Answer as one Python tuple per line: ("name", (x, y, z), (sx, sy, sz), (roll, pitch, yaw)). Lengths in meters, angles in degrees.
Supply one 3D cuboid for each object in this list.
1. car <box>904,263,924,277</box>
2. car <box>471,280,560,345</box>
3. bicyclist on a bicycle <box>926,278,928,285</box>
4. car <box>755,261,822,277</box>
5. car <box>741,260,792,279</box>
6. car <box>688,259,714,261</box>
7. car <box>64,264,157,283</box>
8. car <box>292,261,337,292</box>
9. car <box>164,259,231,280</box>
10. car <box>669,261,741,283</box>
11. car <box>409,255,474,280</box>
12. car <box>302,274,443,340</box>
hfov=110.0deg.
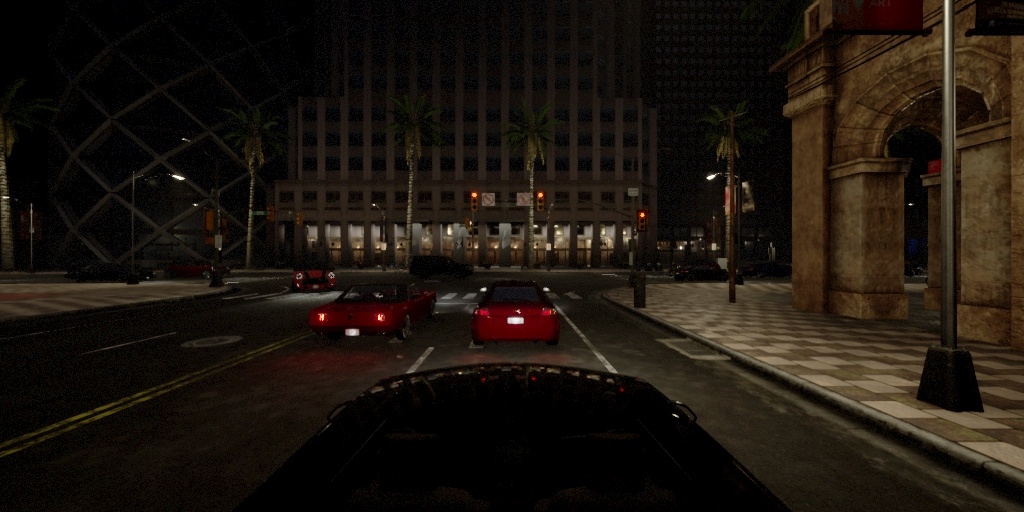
("car", (36.676, 1.297, 35.004), (5.357, 1.411, 2.033), (0, 0, 0))
("car", (0.080, 1.314, 9.470), (1.994, 1.385, 4.181), (0, 0, 0))
("bicyclist on a bicycle", (24.674, 1.050, 20.563), (0.582, 1.620, 1.656), (0, 0, 0))
("car", (26.903, 1.241, 35.039), (4.902, 1.511, 2.128), (0, 0, 0))
("car", (22.428, 1.275, 31.353), (4.674, 1.442, 1.812), (0, 0, 0))
("car", (17.809, 1.102, 35.064), (4.553, 1.767, 2.097), (0, 0, 0))
("car", (-31.005, 1.296, 27.772), (5.357, 1.411, 2.033), (0, 0, -3))
("car", (-11.818, 1.102, 21.475), (2.097, 1.767, 4.553), (0, 0, -31))
("car", (-27.262, 1.102, 31.245), (4.553, 1.767, 2.097), (0, 0, -3))
("car", (14.880, 1.314, 27.873), (4.181, 1.385, 1.994), (0, 0, 0))
("car", (-6.177, 0.971, 31.430), (5.566, 2.045, 2.150), (0, 0, 0))
("car", (-3.419, 1.351, 9.931), (1.895, 1.301, 4.718), (0, 0, 0))
